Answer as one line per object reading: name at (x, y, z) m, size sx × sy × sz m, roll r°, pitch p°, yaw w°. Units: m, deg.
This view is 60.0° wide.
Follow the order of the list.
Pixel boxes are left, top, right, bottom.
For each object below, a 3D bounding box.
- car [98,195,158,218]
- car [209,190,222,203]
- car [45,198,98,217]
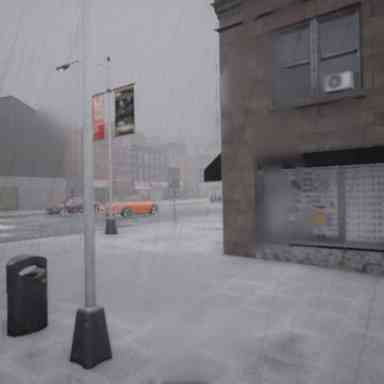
car at (-4.760, 1.053, 26.612) m, size 2.097 × 1.767 × 4.553 m, roll -2°, pitch 0°, yaw 35°
car at (4.846, 0.679, 51.790) m, size 2.150 × 2.045 × 5.566 m, roll -2°, pitch 0°, yaw 35°
car at (-10.626, 1.338, 29.908) m, size 1.882 × 1.535 × 5.008 m, roll -2°, pitch 0°, yaw 35°
